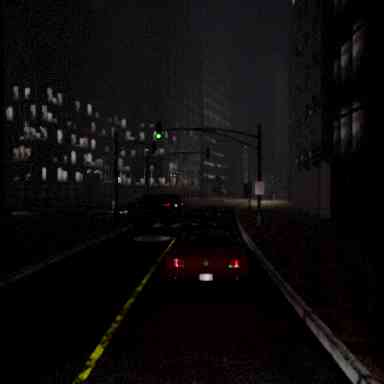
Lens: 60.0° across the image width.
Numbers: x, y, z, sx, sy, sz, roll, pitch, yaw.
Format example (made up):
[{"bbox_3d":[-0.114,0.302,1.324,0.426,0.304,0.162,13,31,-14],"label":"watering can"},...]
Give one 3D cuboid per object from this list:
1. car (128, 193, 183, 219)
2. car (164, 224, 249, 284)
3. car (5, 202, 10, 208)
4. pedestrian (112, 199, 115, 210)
[{"bbox_3d":[-3.150,1.110,28.015,2.150,2.045,5.566,3,-1,-45],"label":"car"},{"bbox_3d":[0.406,1.571,9.498,1.895,1.301,4.718,0,0,2],"label":"car"},{"bbox_3d":[-19.312,1.132,31.087,4.892,1.490,1.837,1,1,20],"label":"car"},{"bbox_3d":[-7.846,1.240,33.176,0.500,1.100,0.500,0,0,20],"label":"pedestrian"}]
